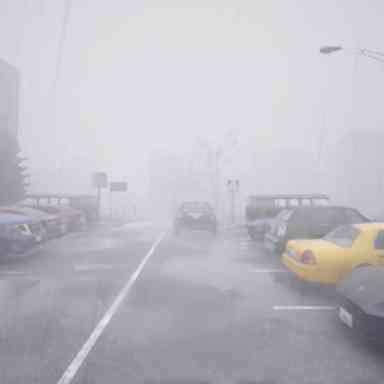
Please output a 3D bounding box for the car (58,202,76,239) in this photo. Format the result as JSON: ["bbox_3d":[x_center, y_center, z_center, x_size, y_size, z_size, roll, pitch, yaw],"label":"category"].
[{"bbox_3d":[-7.585,1.329,13.168,5.008,1.535,2.097,0,1,0],"label":"car"}]

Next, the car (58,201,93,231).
[{"bbox_3d":[-7.601,1.347,16.000,4.792,1.488,2.163,0,0,0],"label":"car"}]

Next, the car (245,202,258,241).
[{"bbox_3d":[4.751,1.327,13.425,5.008,1.535,2.097,0,0,0],"label":"car"}]

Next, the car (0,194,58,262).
[{"bbox_3d":[-7.571,1.106,10.430,5.566,2.045,2.435,0,1,0],"label":"car"}]

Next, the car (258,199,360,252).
[{"bbox_3d":[4.701,1.229,10.634,4.553,1.767,2.185,0,1,0],"label":"car"}]

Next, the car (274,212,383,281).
[{"bbox_3d":[4.903,1.386,7.716,5.366,1.575,1.946,0,1,0],"label":"car"}]

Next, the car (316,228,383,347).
[{"bbox_3d":[4.675,1.451,4.926,4.792,1.488,2.163,0,1,0],"label":"car"}]

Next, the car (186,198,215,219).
[{"bbox_3d":[0.862,1.450,30.103,2.097,1.767,4.553,0,-2,9],"label":"car"}]

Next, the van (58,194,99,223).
[{"bbox_3d":[-7.674,1.102,18.787,4.442,1.987,1.878,0,0,0],"label":"van"}]

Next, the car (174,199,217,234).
[{"bbox_3d":[0.188,1.199,17.942,2.097,1.767,4.553,0,0,0],"label":"car"}]

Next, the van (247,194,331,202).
[{"bbox_3d":[4.877,1.093,16.198,4.442,1.987,1.878,0,0,0],"label":"van"}]
